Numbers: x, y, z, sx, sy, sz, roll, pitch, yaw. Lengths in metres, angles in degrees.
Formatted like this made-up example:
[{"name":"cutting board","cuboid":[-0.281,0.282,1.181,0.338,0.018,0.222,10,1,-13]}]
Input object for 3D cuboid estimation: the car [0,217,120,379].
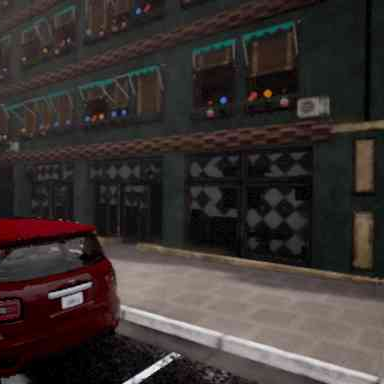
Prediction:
[{"name":"car","cuboid":[-3.315,1.337,5.218,5.009,1.841,2.192,0,1,36]}]
